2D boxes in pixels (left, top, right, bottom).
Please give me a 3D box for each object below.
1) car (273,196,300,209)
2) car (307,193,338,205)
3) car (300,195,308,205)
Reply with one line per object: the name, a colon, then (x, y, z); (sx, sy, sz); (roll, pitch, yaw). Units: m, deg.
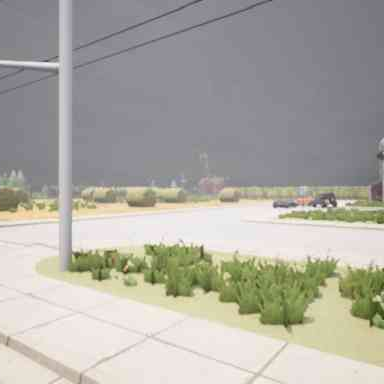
car: (12.096, 1.436, 43.350); (1.994, 1.385, 4.181); (-1, -1, 36)
car: (17.418, 1.085, 43.768); (1.905, 1.878, 3.866); (-6, -1, -8)
car: (17.727, 1.280, 51.563); (2.097, 1.767, 4.553); (0, 0, 35)
